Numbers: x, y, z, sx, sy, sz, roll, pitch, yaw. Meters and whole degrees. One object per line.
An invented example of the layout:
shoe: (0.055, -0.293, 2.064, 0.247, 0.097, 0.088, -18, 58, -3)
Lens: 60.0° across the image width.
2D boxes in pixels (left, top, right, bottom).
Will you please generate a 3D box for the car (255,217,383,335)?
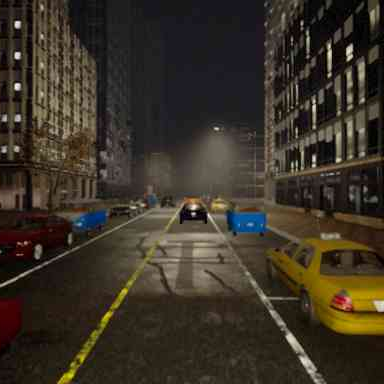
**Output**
car: (2.699, 1.494, 6.800, 1.752, 1.417, 4.829, 1, 0, 0)

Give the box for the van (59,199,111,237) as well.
van: (-5.678, 1.259, 17.269, 1.690, 1.788, 3.998, 1, 0, 0)

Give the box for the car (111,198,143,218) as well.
car: (-5.678, 1.412, 27.895, 2.008, 1.369, 4.403, 1, 0, 0)

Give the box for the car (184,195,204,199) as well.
car: (0.110, 1.136, 41.462, 2.097, 1.767, 4.553, 0, 0, 0)

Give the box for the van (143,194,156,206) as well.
van: (-5.672, 1.112, 43.834, 1.690, 1.788, 3.998, 1, 0, 0)

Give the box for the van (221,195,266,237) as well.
van: (2.703, 1.259, 17.259, 1.690, 1.788, 3.998, 1, 0, 0)

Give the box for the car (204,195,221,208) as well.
car: (2.708, 1.211, 43.829, 1.967, 1.590, 4.097, 1, 0, 0)

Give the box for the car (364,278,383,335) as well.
car: (2.697, 1.576, 1.318, 1.802, 1.307, 4.206, 1, 0, 0)

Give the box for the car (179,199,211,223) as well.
car: (0.104, 1.444, 24.381, 1.994, 1.385, 4.181, 0, 0, 0)

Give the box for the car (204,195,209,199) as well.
car: (2.706, 1.346, 38.516, 1.887, 1.381, 4.507, 1, 0, 0)

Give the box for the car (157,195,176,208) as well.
car: (-3.081, 1.278, 43.273, 1.837, 1.490, 4.892, 0, 1, 0)

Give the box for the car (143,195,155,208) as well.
car: (-5.675, 1.383, 38.522, 1.802, 1.307, 4.206, 1, 0, 0)

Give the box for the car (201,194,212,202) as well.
car: (2.822, 1.191, 65.082, 2.008, 1.369, 4.403, 1, 0, 0)

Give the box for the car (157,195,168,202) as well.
car: (-5.781, 1.222, 65.084, 1.802, 1.307, 4.206, 1, 0, 0)

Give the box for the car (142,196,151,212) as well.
car: (-5.676, 1.382, 33.209, 2.008, 1.369, 4.403, 1, 0, 0)

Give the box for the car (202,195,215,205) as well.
car: (2.709, 1.253, 54.457, 1.887, 1.381, 4.507, 1, 0, 0)

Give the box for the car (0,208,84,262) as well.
car: (-5.681, 1.489, 11.958, 1.887, 1.381, 4.507, 1, 0, 0)

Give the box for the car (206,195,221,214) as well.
car: (2.705, 1.356, 33.372, 1.752, 1.417, 4.829, 1, 0, 0)

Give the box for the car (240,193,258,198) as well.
car: (15.214, 0.997, 88.959, 4.403, 1.369, 2.008, 0, 0, 1)

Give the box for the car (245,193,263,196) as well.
car: (15.131, 0.952, 80.579, 4.507, 1.381, 1.887, 0, 0, 1)

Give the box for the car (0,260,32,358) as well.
car: (-3.101, 1.591, 2.049, 1.895, 1.301, 4.718, 0, 0, 0)
